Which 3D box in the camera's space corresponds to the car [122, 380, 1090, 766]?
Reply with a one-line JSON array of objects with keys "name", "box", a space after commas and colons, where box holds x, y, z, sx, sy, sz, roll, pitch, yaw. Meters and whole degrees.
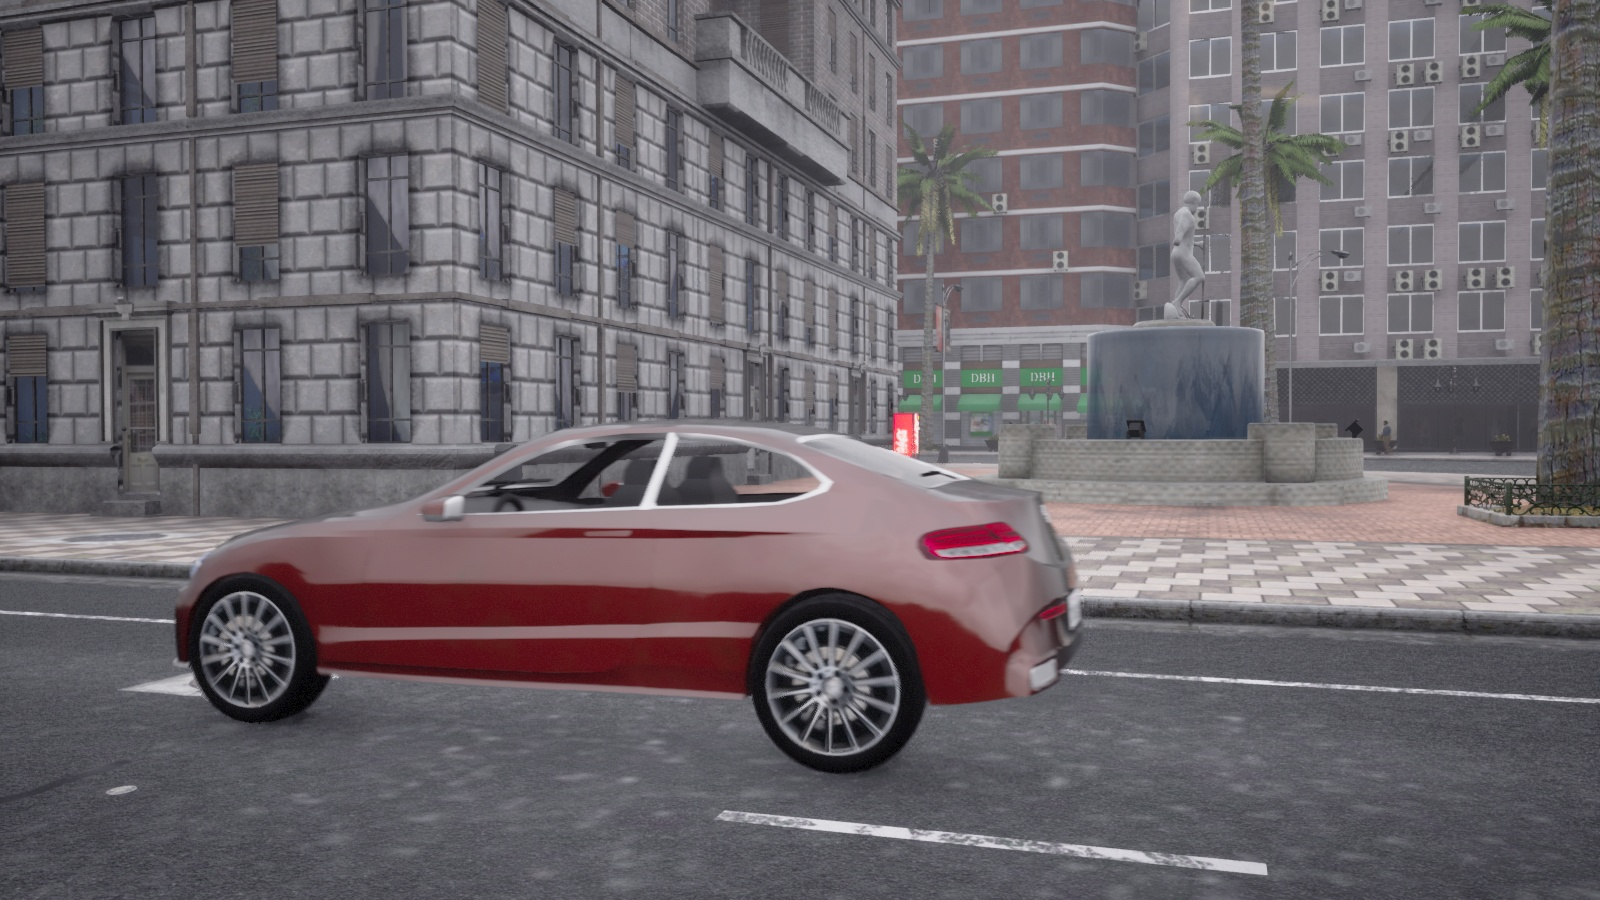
[{"name": "car", "box": [-1.022, 0.487, 7.175, 5.027, 1.651, 2.152, 1, 1, 18]}]

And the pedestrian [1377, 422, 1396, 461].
[{"name": "pedestrian", "box": [29.880, -0.429, 63.998, 0.788, 1.949, 0.423, 1, 1, 43]}]
